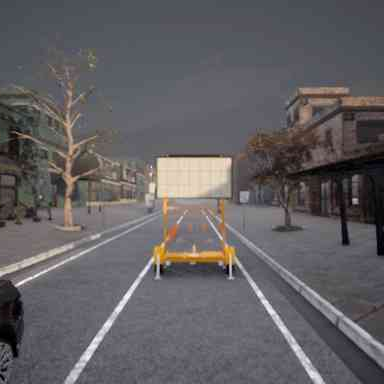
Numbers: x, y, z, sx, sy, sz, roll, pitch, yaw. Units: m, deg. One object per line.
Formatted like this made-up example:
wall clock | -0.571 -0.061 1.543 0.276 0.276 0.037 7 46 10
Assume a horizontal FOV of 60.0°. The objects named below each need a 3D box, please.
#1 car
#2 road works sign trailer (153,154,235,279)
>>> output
car | -2.988 1.508 2.149 2.128 1.511 4.902 0 0 0
road works sign trailer | 0.075 0.619 10.518 2.380 3.560 2.880 0 -1 0
